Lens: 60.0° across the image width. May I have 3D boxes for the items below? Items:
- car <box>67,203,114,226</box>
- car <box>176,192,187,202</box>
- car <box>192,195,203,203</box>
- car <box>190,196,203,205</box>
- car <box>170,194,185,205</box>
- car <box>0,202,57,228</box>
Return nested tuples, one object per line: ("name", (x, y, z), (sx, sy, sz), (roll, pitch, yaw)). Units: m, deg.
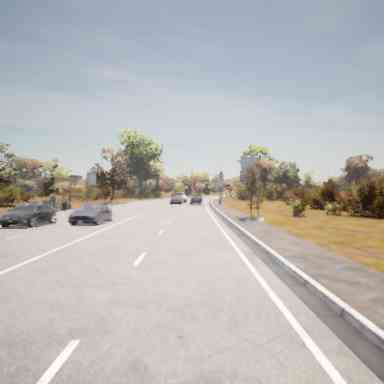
("car", (-6.994, 1.509, 23.547), (2.033, 1.411, 5.357), (0, 0, 1))
("car", (-2.298, 1.041, 68.779), (2.150, 2.045, 5.566), (0, 0, 4))
("car", (1.192, 1.424, 68.520), (1.994, 1.385, 4.181), (0, 0, 4))
("car", (0.664, 1.459, 58.294), (1.837, 1.490, 4.892), (0, 0, 3))
("car", (-2.816, 1.508, 58.821), (1.994, 1.385, 4.181), (0, 0, 3))
("car", (-10.517, 1.460, 21.703), (1.837, 1.490, 4.892), (0, -1, 1))
